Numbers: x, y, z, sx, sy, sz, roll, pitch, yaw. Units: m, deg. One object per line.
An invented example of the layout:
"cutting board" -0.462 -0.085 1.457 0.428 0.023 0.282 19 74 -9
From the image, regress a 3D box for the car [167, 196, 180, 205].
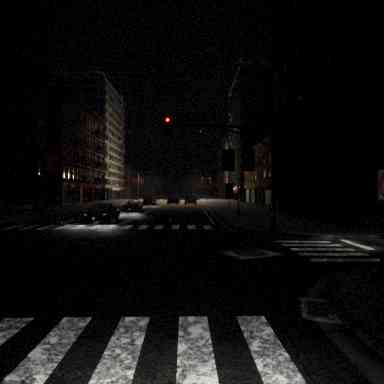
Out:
"car" -3.410 1.469 59.711 1.882 1.535 5.008 0 0 0

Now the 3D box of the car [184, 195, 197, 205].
"car" -0.252 1.344 58.281 2.097 1.767 4.553 0 0 0

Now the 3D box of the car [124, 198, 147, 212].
"car" -6.765 1.598 38.186 1.895 1.301 4.718 0 0 0

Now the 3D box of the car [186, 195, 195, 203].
"car" -0.296 1.467 68.314 1.882 1.535 5.008 0 0 0

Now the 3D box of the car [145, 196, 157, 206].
"car" -6.811 1.497 53.602 1.837 1.490 4.892 0 0 0

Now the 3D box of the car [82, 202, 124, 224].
"car" -6.707 1.526 24.954 1.812 1.442 4.674 0 0 0

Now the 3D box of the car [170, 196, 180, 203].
"car" -3.468 1.590 69.864 1.895 1.301 4.718 0 0 0
